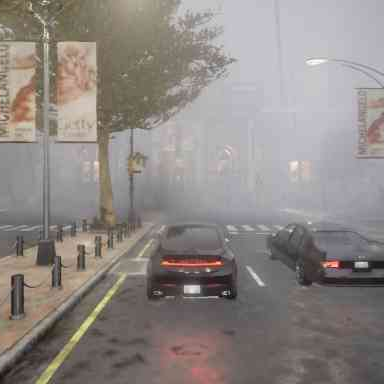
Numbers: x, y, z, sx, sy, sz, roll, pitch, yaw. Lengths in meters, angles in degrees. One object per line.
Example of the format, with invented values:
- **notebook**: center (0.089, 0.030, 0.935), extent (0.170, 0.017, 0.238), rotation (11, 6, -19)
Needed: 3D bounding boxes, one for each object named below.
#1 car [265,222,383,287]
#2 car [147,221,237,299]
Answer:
- **car**: center (3.498, 1.547, 9.382), extent (2.033, 1.411, 5.357), rotation (0, 0, 0)
- **car**: center (-0.001, 1.505, 8.418), extent (1.837, 1.490, 4.892), rotation (0, 0, 0)
